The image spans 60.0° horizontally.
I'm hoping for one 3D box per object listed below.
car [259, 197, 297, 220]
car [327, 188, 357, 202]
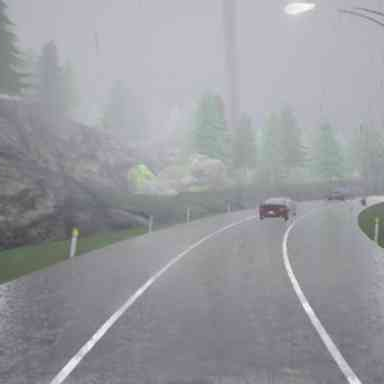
[{"bbox_3d":[6.205,1.071,23.695,1.882,1.535,5.008,-2,1,26],"label":"car"},{"bbox_3d":[17.395,0.299,38.584,4.902,1.511,2.128,-4,0,-44],"label":"car"}]
